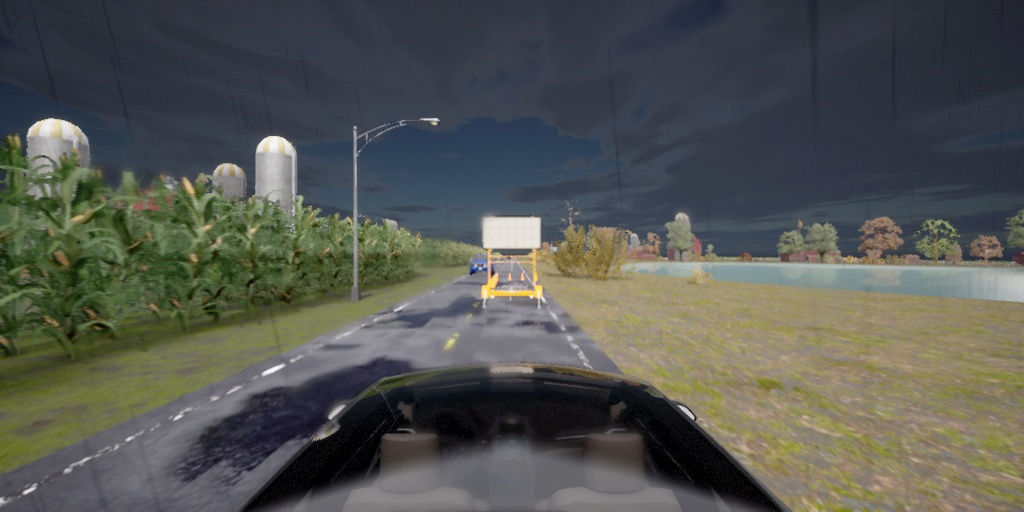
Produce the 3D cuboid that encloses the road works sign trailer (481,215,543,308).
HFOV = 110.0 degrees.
[{"bbox_3d":[-0.001,0.132,14.617,2.380,3.560,2.880,0,0,0],"label":"road works sign trailer"}]

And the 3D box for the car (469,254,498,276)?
[{"bbox_3d":[-2.846,0.777,35.074,2.150,2.045,5.566,0,0,0],"label":"car"}]
